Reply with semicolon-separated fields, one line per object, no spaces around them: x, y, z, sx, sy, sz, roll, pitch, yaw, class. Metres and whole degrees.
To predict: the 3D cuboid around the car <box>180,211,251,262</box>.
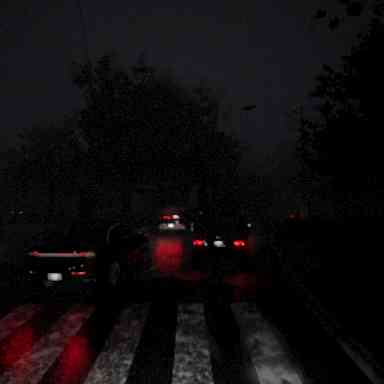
1.157;1.531;12.153;2.033;1.411;5.357;-1;0;9;car

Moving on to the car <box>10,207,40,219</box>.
-25.729;3.214;51.443;2.097;1.767;4.553;-1;-4;15;car

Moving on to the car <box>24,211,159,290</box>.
-2.528;1.503;9.141;2.128;1.511;4.902;0;0;6;car

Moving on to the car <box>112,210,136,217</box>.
-14.079;4.447;68.910;4.674;1.442;1.812;1;-4;-18;car

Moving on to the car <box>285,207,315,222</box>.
11.236;2.327;34.551;1.882;1.535;5.008;-2;-4;36;car

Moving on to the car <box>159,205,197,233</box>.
-0.536;1.561;19.742;1.837;1.490;4.892;-1;-1;14;car
